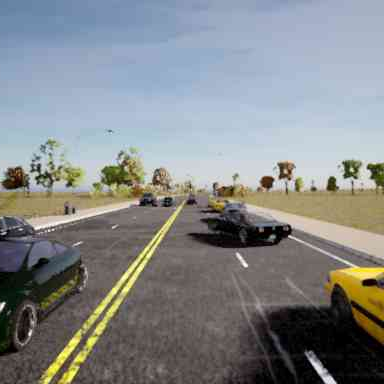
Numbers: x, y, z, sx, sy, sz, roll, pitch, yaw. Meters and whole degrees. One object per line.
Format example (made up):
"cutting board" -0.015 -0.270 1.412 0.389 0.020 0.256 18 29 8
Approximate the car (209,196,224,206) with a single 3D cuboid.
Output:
"car" 3.246 1.359 36.802 1.801 1.575 5.366 0 0 0

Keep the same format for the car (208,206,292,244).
"car" 2.507 1.560 15.823 1.895 1.301 4.718 0 0 -22

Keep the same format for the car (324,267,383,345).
"car" 3.249 1.447 3.803 1.801 1.575 5.366 0 0 0

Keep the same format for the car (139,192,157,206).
"car" -6.580 1.087 50.494 2.150 2.045 5.566 0 0 0

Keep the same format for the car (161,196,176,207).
"car" -3.337 1.376 47.501 1.837 1.490 4.892 0 1 0

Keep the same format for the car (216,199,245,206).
"car" 3.247 1.481 25.613 2.033 1.411 5.357 0 0 0

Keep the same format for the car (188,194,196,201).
"car" -0.009 1.269 79.442 1.837 1.490 4.892 0 0 0

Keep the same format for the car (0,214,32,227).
"car" -6.601 1.479 10.226 1.837 1.490 4.892 0 0 0

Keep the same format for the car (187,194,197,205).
"car" -0.003 1.396 56.342 2.033 1.411 5.357 0 0 0

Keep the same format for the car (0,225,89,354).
"car" -3.352 1.549 5.985 1.994 1.385 4.181 0 0 0
